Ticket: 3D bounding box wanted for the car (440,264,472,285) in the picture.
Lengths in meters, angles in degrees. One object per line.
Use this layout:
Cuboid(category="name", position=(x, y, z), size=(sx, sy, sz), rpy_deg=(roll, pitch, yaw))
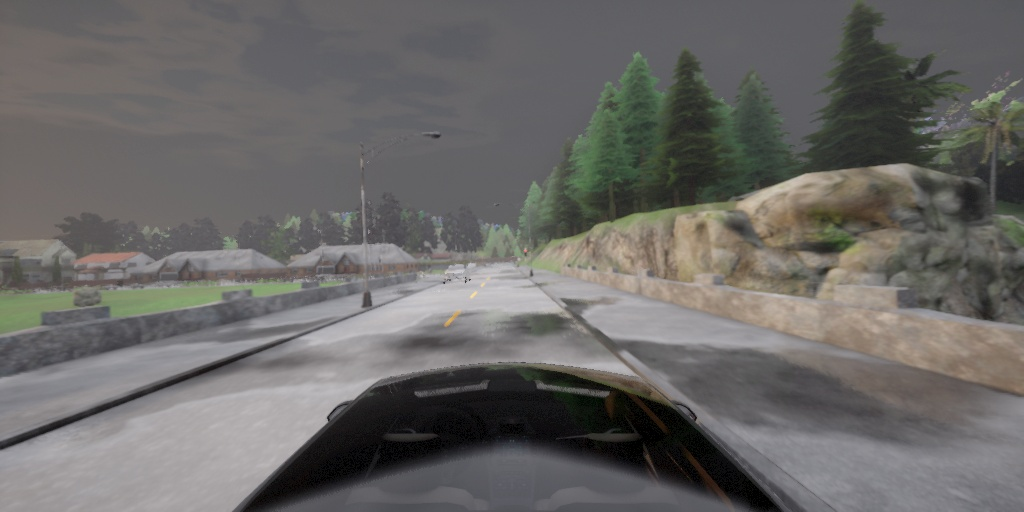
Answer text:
Cuboid(category="car", position=(-4.386, 1.346, 28.709), size=(1.812, 1.442, 4.674), rpy_deg=(-2, -1, -1))
